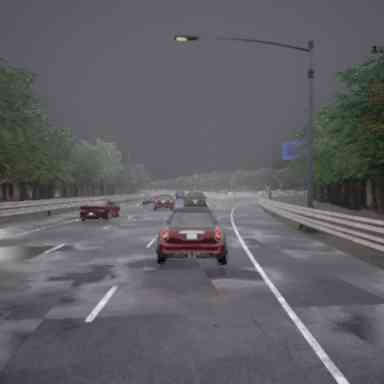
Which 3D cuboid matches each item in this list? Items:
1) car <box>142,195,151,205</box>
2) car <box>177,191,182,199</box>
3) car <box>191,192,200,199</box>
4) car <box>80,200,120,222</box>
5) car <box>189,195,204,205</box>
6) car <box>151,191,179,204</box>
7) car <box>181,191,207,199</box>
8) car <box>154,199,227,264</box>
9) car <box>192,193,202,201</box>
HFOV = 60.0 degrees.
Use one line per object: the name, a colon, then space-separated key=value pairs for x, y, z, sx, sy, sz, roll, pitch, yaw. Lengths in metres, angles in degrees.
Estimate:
car: x=-6.195 y=1.190 z=49.869 sx=2.033 sy=1.411 sz=5.357 roll=0 pitch=0 yaw=1
car: x=-2.391 y=0.763 z=68.799 sx=2.150 sy=2.045 sz=5.566 roll=0 pitch=0 yaw=0
car: x=0.871 y=0.839 z=87.168 sx=2.097 sy=1.767 sz=4.553 roll=0 pitch=0 yaw=-1
car: x=-6.742 y=1.308 z=24.853 sx=1.882 sy=1.535 sz=5.008 roll=0 pitch=0 yaw=1
car: x=0.700 y=1.203 z=50.438 sx=2.033 sy=1.411 sz=5.357 roll=0 pitch=0 yaw=1
car: x=-2.973 y=1.095 z=37.442 sx=2.097 sy=1.767 sz=4.553 roll=0 pitch=0 yaw=1
car: x=0.359 y=1.006 z=33.554 sx=2.150 sy=2.045 sz=5.566 roll=0 pitch=0 yaw=1
car: x=0.011 y=1.286 z=11.731 sx=2.097 sy=1.767 sz=4.553 roll=0 pitch=0 yaw=0
car: x=0.988 y=1.056 z=73.312 sx=2.128 sy=1.511 sz=4.902 roll=0 pitch=0 yaw=0
